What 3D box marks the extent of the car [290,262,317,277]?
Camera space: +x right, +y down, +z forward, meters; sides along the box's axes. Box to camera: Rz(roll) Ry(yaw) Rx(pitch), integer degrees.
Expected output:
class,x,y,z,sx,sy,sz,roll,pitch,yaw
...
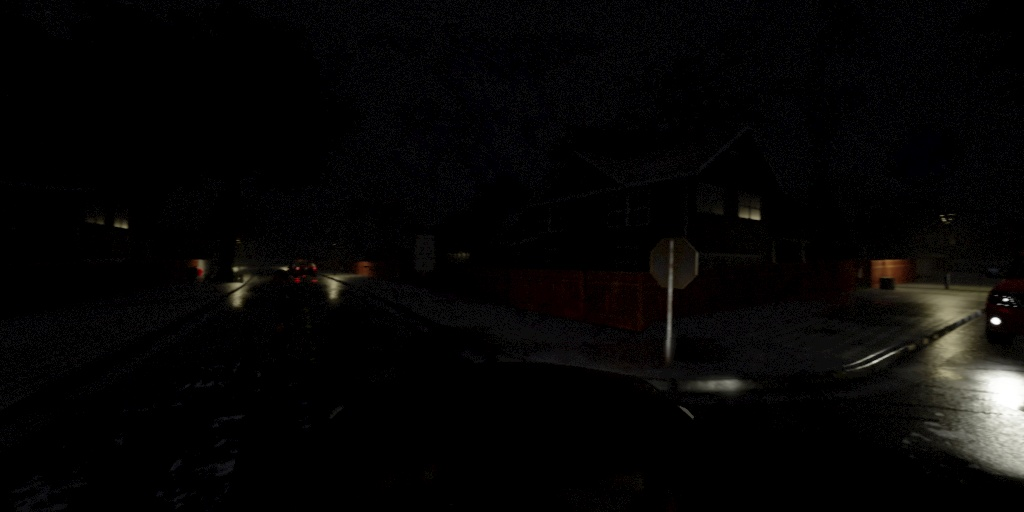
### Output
class,x,y,z,sx,sy,sz,roll,pitch,yaw
car,-23.235,1.399,40.163,2.097,1.767,4.553,2,-1,-35

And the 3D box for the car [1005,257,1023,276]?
class,x,y,z,sx,sy,sz,roll,pitch,yaw
car,47.308,0.965,32.149,2.097,1.767,4.553,1,1,32

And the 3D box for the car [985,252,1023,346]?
class,x,y,z,sx,sy,sz,roll,pitch,yaw
car,12.269,0.848,7.693,5.566,2.045,2.150,0,0,-32

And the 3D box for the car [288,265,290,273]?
class,x,y,z,sx,sy,sz,roll,pitch,yaw
car,-28.911,1.600,48.174,1.812,1.442,4.674,2,-1,-36

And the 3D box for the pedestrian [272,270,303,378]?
class,x,y,z,sx,sy,sz,roll,pitch,yaw
pedestrian,-3.745,1.077,5.966,0.375,1.860,0.375,1,0,-31
